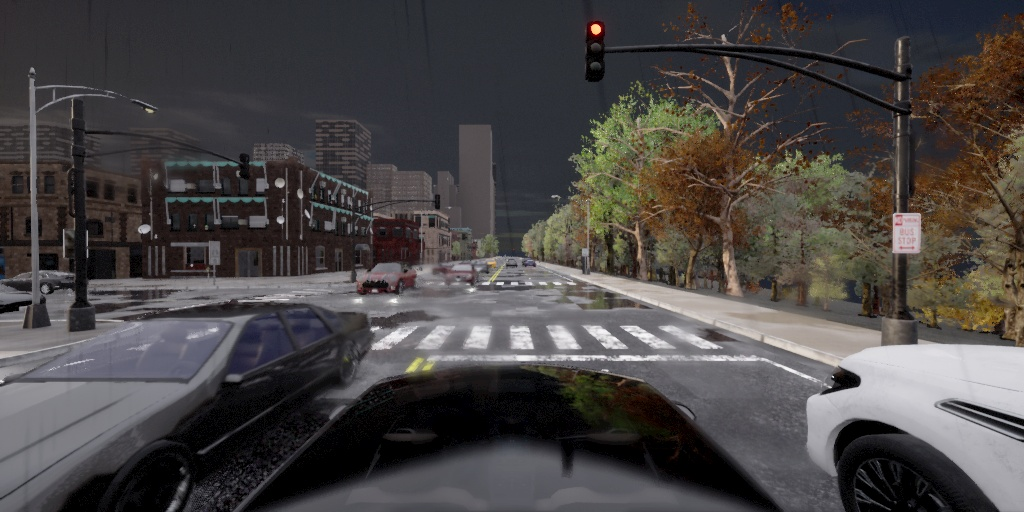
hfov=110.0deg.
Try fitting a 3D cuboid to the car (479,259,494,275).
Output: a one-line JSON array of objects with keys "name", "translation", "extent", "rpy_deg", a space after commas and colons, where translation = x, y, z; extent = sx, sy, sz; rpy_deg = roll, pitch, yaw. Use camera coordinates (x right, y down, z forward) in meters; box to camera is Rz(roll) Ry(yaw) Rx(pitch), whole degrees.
[{"name": "car", "translation": [-3.423, 1.229, 39.104], "extent": [2.128, 1.511, 4.902], "rpy_deg": [0, 0, 0]}]

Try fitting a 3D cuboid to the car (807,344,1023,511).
[{"name": "car", "translation": [3.356, 0.972, 0.357], "extent": [2.150, 2.045, 5.566], "rpy_deg": [0, 0, 0]}]

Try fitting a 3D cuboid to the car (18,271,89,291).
[{"name": "car", "translation": [-28.318, 1.560, 21.612], "extent": [4.403, 1.370, 2.007], "rpy_deg": [0, 0, 0]}]

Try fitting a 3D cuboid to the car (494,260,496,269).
[{"name": "car", "translation": [-3.440, 1.207, 55.849], "extent": [1.882, 1.535, 5.008], "rpy_deg": [0, 0, 0]}]

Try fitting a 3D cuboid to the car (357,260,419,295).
[{"name": "car", "translation": [-6.634, 1.097, 19.563], "extent": [2.097, 1.767, 4.553], "rpy_deg": [0, 0, 0]}]

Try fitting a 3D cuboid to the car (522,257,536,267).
[{"name": "car", "translation": [3.227, 1.252, 64.060], "extent": [1.812, 1.442, 4.674], "rpy_deg": [0, 0, 0]}]

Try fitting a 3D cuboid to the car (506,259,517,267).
[{"name": "car", "translation": [-0.030, 1.290, 64.091], "extent": [1.994, 1.385, 4.181], "rpy_deg": [0, 0, 0]}]

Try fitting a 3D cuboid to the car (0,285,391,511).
[{"name": "car", "translation": [-3.355, 1.297, 4.124], "extent": [2.033, 1.411, 5.357], "rpy_deg": [0, 0, 0]}]

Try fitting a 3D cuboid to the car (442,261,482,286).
[{"name": "car", "translation": [-3.393, 1.269, 24.995], "extent": [1.812, 1.442, 4.674], "rpy_deg": [0, 0, 0]}]

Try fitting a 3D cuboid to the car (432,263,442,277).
[{"name": "car", "translation": [-6.666, 1.340, 35.899], "extent": [1.895, 1.301, 4.718], "rpy_deg": [0, 0, 0]}]

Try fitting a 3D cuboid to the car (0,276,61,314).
[{"name": "car", "translation": [-19.969, 1.565, 13.115], "extent": [4.313, 1.339, 1.948], "rpy_deg": [0, 0, 0]}]
